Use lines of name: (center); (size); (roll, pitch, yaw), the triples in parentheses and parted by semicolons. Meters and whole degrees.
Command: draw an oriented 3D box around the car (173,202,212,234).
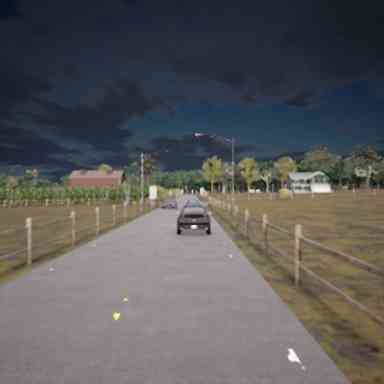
car: (0.098, 1.520, 19.189); (1.837, 1.490, 4.892); (0, 0, 0)

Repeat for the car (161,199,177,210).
car: (-2.827, 1.542, 42.395); (1.994, 1.385, 4.181); (0, 0, 0)

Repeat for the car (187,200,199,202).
car: (0.097, 1.555, 36.848); (1.994, 1.385, 4.181); (0, 0, 0)
